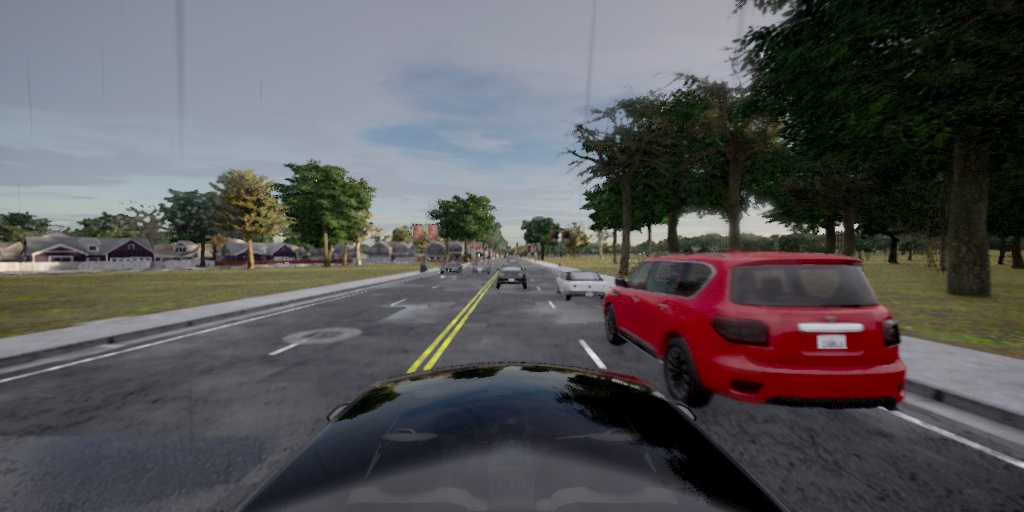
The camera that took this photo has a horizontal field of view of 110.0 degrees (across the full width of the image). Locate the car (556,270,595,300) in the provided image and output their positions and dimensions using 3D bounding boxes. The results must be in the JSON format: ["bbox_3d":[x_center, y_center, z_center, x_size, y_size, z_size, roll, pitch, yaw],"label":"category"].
[{"bbox_3d":[3.252,1.335,17.329,1.895,1.301,4.718,0,0,0],"label":"car"}]

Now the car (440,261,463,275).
[{"bbox_3d":[-6.494,1.276,38.932,1.994,1.385,4.181,0,0,0],"label":"car"}]

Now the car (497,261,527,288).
[{"bbox_3d":[-0.019,1.253,23.574,1.812,1.442,4.674,0,0,0],"label":"car"}]

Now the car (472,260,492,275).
[{"bbox_3d":[-3.244,1.215,38.931,2.128,1.511,4.902,0,0,0],"label":"car"}]

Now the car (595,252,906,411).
[{"bbox_3d":[3.251,0.966,6.327,2.150,2.045,5.566,0,0,0],"label":"car"}]

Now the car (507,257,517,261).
[{"bbox_3d":[0.108,1.215,53.711,1.812,1.442,4.674,0,0,0],"label":"car"}]
